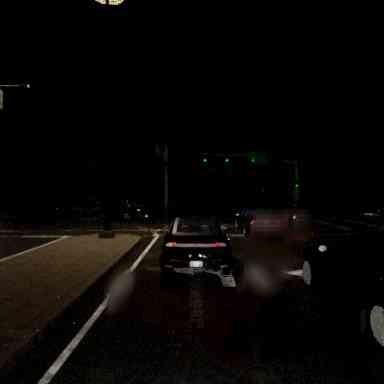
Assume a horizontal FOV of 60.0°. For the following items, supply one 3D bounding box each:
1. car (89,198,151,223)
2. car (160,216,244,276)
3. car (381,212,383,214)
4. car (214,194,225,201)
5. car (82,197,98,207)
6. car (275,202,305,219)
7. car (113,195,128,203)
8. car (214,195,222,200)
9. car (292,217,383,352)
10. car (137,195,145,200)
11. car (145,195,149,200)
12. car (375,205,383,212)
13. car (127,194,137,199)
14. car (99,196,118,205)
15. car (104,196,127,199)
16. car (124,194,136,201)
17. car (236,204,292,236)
[{"bbox_3d":[-5.384,1.498,25.712,4.892,1.490,1.837,0,-2,33],"label":"car"},{"bbox_3d":[0.102,1.488,10.310,2.128,1.511,4.902,0,0,0],"label":"car"},{"bbox_3d":[7.099,1.523,9.429,1.812,1.442,4.674,0,0,0],"label":"car"},{"bbox_3d":[7.051,1.330,82.994,2.097,1.767,4.553,0,0,1],"label":"car"},{"bbox_3d":[-15.052,1.463,50.166,1.882,1.535,5.008,0,0,0],"label":"car"},{"bbox_3d":[7.103,1.497,25.359,1.837,1.490,4.892,0,0,0],"label":"car"},{"bbox_3d":[-14.995,1.504,70.047,2.128,1.511,4.902,0,0,0],"label":"car"},{"bbox_3d":[7.274,1.525,93.074,1.994,1.385,4.181,0,0,2],"label":"car"},{"bbox_3d":[3.601,1.476,6.120,1.882,1.535,5.008,0,0,0],"label":"car"},{"bbox_3d":[-11.495,1.504,68.772,1.812,1.442,4.674,0,0,0],"label":"car"},{"bbox_3d":[-11.485,1.500,79.179,2.128,1.511,4.902,0,0,0],"label":"car"},{"bbox_3d":[21.299,1.537,33.165,5.357,1.411,2.033,0,0,1],"label":"car"},{"bbox_3d":[-11.496,1.487,58.502,1.837,1.490,4.892,0,0,0],"label":"car"},{"bbox_3d":[-14.996,1.530,59.943,2.033,1.411,5.357,0,0,0],"label":"car"},{"bbox_3d":[-11.593,1.549,49.680,1.994,1.385,4.181,0,0,1],"label":"car"},{"bbox_3d":[-14.975,1.325,80.213,2.097,1.767,4.553,0,0,0],"label":"car"},{"bbox_3d":[3.601,1.542,18.474,2.033,1.411,5.357,0,0,0],"label":"car"}]
